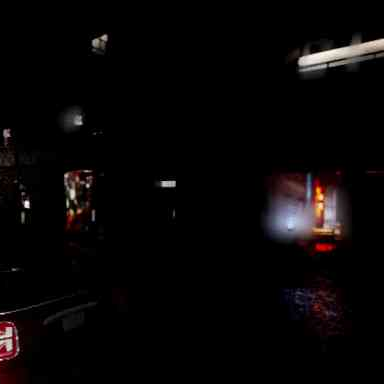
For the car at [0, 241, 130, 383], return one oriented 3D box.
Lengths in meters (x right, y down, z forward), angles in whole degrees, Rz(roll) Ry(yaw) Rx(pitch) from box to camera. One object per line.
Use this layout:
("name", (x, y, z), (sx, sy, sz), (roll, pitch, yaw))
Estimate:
("car", (-2.867, 1.434, 4.757), (4.097, 1.590, 1.967), (0, 1, 36))
